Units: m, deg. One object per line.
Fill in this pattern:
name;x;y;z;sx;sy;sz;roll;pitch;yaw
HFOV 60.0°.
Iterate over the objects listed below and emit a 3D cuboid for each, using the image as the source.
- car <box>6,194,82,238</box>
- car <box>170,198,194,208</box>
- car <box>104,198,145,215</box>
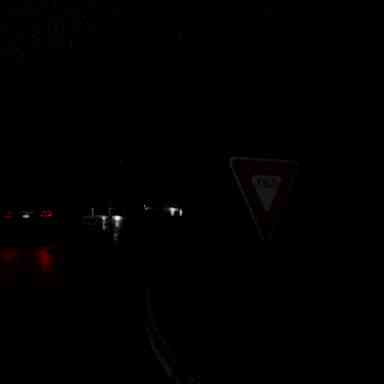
car;-7.445;1.143;17.206;2.150;2.045;5.566;-1;0;-4
car;-0.906;1.332;43.887;2.033;1.411;5.357;0;1;25
car;-6.400;1.381;32.108;1.837;1.490;4.892;0;0;26
